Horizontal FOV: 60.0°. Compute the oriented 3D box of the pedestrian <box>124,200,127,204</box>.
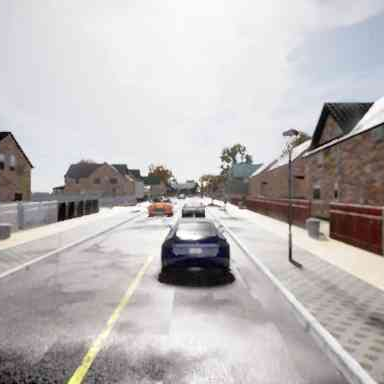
[{"bbox_3d":[-9.899,1.650,49.581,0.500,1.100,0.500,0,-2,5],"label":"pedestrian"}]

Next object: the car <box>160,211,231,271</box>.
[{"bbox_3d":[0.101,1.512,10.747,1.994,1.385,4.181,0,0,0],"label":"car"}]

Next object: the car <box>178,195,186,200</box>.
[{"bbox_3d":[-2.729,1.415,88.210,1.994,1.385,4.181,0,0,0],"label":"car"}]

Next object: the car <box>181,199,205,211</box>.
[{"bbox_3d":[0.106,1.488,27.363,1.895,1.301,4.718,0,0,0],"label":"car"}]

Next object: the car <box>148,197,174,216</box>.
[{"bbox_3d":[-2.790,1.230,30.726,2.097,1.767,4.553,0,0,1],"label":"car"}]
